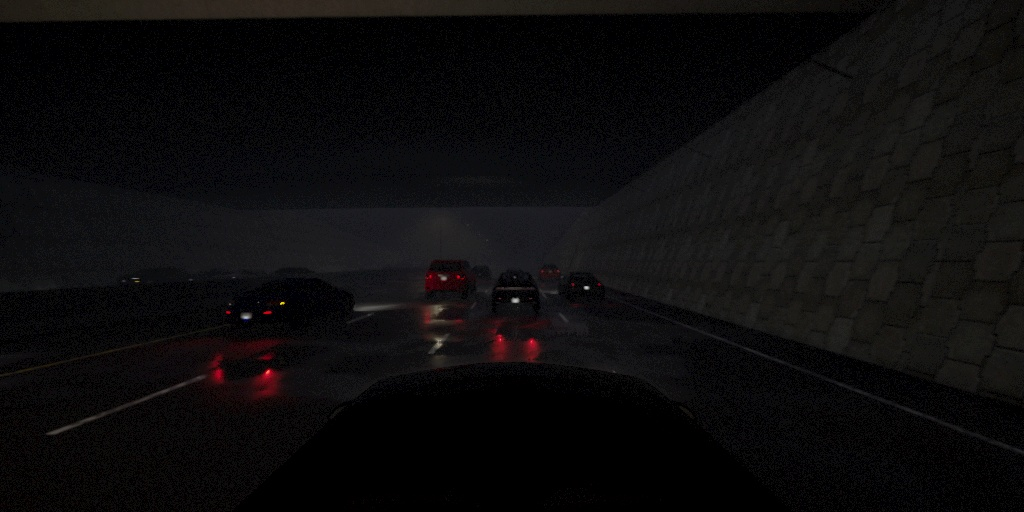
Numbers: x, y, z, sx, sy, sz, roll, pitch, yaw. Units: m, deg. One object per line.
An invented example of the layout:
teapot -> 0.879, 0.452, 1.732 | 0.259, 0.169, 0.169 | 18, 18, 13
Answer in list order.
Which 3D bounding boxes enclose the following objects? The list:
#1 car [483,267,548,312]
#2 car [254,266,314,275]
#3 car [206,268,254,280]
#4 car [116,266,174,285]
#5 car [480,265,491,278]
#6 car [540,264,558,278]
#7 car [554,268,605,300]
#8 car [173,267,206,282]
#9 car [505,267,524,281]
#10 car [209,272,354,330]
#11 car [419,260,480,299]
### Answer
car -> 0.145, 1.424, 15.345 | 2.128, 1.511, 4.902 | 0, -1, 0
car -> -17.487, 1.594, 28.299 | 1.837, 1.490, 4.892 | 0, -1, 0
car -> -20.988, 1.687, 28.266 | 1.895, 1.301, 4.718 | 0, -1, 0
car -> -27.986, 1.586, 28.267 | 1.837, 1.490, 4.892 | 0, -1, 0
car -> -3.236, 1.711, 38.325 | 1.882, 1.535, 5.008 | 0, -1, 0
car -> 3.757, 1.574, 37.060 | 2.097, 1.767, 4.553 | 0, -1, 0
car -> 3.669, 1.554, 19.589 | 1.994, 1.385, 4.181 | 0, -1, 0
car -> -24.481, 1.661, 29.290 | 1.994, 1.385, 4.181 | 0, -1, 0
car -> 0.258, 1.822, 37.177 | 1.895, 1.301, 4.718 | 0, -1, 0
car -> -6.880, 1.402, 11.614 | 1.812, 1.442, 4.674 | 0, -1, 0
car -> -3.327, 1.218, 20.284 | 2.150, 2.045, 5.566 | 0, 0, 0
